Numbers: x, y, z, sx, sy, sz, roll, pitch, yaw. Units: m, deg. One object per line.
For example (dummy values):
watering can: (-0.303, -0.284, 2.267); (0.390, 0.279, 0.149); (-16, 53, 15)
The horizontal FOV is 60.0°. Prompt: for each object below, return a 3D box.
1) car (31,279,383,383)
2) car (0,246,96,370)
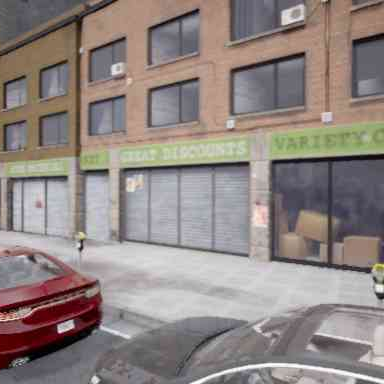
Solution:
car: (1.066, 1.553, 2.311); (4.403, 1.369, 2.008); (0, 0, 35)
car: (-3.410, 1.574, 5.501); (4.507, 1.381, 1.887); (0, 0, 35)
